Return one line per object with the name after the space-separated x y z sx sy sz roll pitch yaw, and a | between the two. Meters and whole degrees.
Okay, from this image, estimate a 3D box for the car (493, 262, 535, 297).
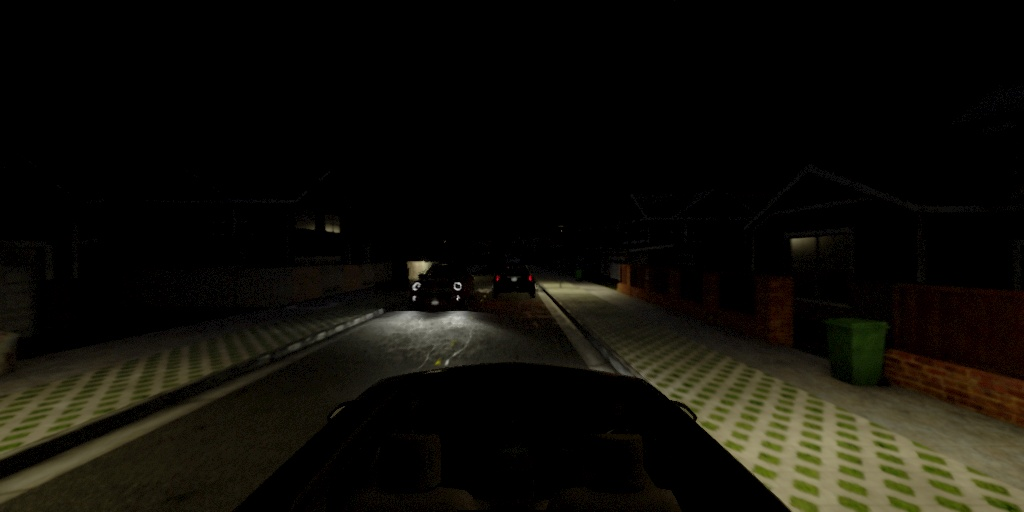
0.103 1.159 19.426 2.097 1.767 4.553 0 0 0 | car

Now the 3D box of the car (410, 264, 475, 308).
-2.848 1.147 15.504 2.097 1.767 4.553 0 0 0 | car
